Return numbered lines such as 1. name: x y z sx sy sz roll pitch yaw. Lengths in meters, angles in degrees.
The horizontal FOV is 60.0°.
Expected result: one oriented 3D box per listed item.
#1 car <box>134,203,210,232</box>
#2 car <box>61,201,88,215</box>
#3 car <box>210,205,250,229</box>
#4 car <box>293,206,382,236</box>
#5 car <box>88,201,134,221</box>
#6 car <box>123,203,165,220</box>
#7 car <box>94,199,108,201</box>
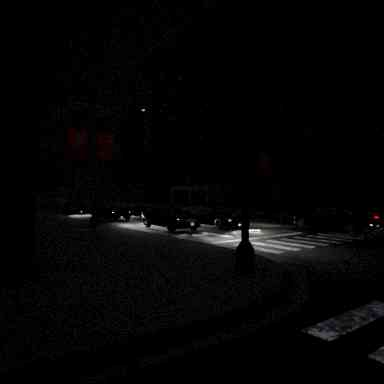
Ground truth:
1. car: -1.410 1.548 20.646 2.128 1.511 4.902 0 0 -36
2. car: -13.038 1.681 36.832 2.033 1.411 5.357 0 0 -35
3. car: 1.430 1.609 22.323 2.033 1.411 5.357 0 0 -33
4. car: 8.072 1.534 18.940 2.128 1.511 4.902 0 0 -36
5. car: -6.857 1.693 28.221 1.895 1.301 4.718 0 0 -36
6. car: -4.465 1.701 30.455 1.895 1.301 4.718 0 0 -36
7. car: -10.537 1.632 38.921 2.128 1.511 4.902 0 0 -36
